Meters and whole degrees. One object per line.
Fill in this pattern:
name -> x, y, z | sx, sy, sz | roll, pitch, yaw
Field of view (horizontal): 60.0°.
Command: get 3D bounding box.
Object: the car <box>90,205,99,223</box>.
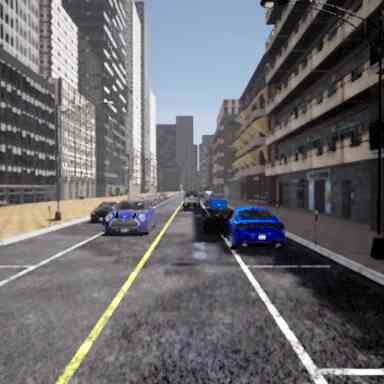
car -> -5.720, 1.325, 23.263 | 1.947, 1.339, 4.313 | 0, 1, 0

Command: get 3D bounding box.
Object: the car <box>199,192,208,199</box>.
car -> 2.595, 0.805, 78.498 | 1.947, 1.339, 4.313 | 0, 1, 0

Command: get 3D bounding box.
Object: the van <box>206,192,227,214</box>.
van -> 2.647, 0.991, 34.315 | 1.690, 1.788, 3.998 | 0, 1, 0

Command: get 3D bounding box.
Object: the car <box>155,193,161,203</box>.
car -> -5.747, 1.096, 45.352 | 2.008, 1.369, 4.403 | 0, 1, 0

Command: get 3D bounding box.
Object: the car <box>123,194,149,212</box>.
car -> -5.734, 1.090, 34.307 | 1.967, 1.590, 4.097 | 0, 1, 0

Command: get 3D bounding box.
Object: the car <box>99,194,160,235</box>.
car -> -3.119, 1.168, 17.574 | 2.097, 1.767, 4.553 | 0, 1, 0

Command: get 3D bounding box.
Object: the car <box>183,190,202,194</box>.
car -> -0.042, 0.754, 46.903 | 2.150, 2.045, 5.566 | 0, 1, 0

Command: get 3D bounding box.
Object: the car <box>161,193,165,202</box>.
car -> -5.753, 1.044, 50.875 | 2.008, 1.369, 4.403 | 0, 1, 0

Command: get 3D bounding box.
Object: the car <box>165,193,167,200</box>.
car -> -5.760, 0.881, 56.397 | 1.967, 1.590, 4.097 | 0, 1, 0

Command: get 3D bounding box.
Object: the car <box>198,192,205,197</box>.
car -> 2.581, 0.668, 89.713 | 1.752, 1.417, 4.829 | 0, 0, 0

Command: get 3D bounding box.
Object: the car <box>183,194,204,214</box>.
car -> 0.000, 1.240, 35.401 | 1.895, 1.301, 4.718 | 0, 1, 0

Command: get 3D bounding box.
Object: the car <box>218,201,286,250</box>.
car -> 2.345, 1.335, 13.602 | 1.882, 1.535, 5.008 | 0, 1, 0

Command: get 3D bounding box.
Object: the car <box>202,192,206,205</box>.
car -> 2.634, 1.089, 45.362 | 1.887, 1.381, 4.507 | 0, 1, 0

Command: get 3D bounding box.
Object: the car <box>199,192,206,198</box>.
car -> 2.588, 0.715, 84.190 | 1.752, 1.417, 4.829 | 0, 0, 0
